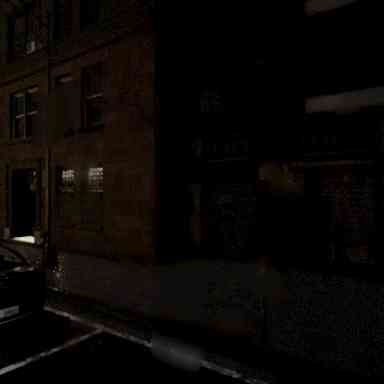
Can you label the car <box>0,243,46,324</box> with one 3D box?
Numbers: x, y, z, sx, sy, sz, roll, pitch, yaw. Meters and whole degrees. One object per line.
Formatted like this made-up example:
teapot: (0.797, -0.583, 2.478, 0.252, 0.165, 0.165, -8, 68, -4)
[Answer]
car: (-4.536, 1.593, 6.317, 4.403, 1.369, 2.008, 0, 0, 36)
